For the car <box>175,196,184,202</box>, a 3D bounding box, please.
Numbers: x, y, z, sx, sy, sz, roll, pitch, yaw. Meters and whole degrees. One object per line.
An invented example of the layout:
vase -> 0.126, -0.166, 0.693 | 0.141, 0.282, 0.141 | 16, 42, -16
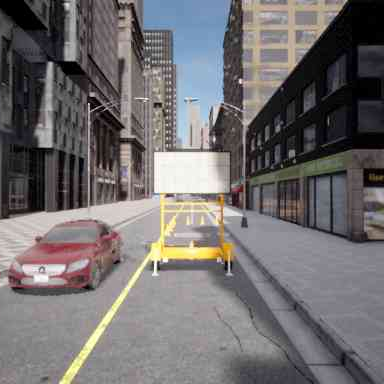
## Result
car -> -2.990, 1.728, 78.723 | 2.033, 1.411, 5.357 | 0, 0, 0

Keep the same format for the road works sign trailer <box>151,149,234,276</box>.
road works sign trailer -> 0.007, 0.467, 10.360 | 2.380, 3.560, 2.880 | 0, 0, 0

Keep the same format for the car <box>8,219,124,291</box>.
car -> -3.099, 1.528, 9.169 | 1.812, 1.442, 4.674 | 0, 0, 0
